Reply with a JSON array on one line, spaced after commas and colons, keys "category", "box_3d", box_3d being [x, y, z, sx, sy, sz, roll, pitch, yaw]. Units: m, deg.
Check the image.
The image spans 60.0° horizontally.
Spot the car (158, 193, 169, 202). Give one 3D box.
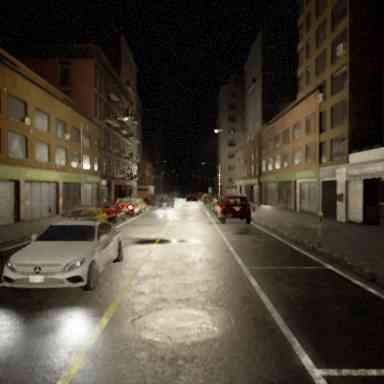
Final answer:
[{"category": "car", "box_3d": [-5.713, 1.060, 67.095, 1.967, 1.590, 4.097, -1, 0, 0]}]

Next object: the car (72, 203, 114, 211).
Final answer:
[{"category": "car", "box_3d": [-5.683, 1.404, 17.454, 1.752, 1.417, 4.829, 0, 0, 0]}]

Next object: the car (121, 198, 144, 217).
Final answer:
[{"category": "car", "box_3d": [-5.690, 1.250, 28.618, 1.967, 1.590, 4.097, -1, 0, 0]}]

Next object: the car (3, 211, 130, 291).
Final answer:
[{"category": "car", "box_3d": [-3.095, 1.461, 8.958, 1.812, 1.442, 4.674, 0, 0, 0]}]

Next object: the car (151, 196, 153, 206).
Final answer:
[{"category": "car", "box_3d": [-5.699, 1.265, 45.109, 1.887, 1.381, 4.507, -1, 0, 0]}]

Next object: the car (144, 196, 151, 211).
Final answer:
[{"category": "car", "box_3d": [-5.693, 1.305, 33.945, 1.752, 1.417, 4.829, -1, 0, 0]}]

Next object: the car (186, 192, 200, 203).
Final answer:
[{"category": "car", "box_3d": [-0.032, 1.122, 60.803, 1.882, 1.535, 5.008, 0, 0, 0]}]

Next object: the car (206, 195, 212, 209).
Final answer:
[{"category": "car", "box_3d": [2.833, 1.327, 34.120, 2.008, 1.369, 4.403, -1, 0, 0]}]

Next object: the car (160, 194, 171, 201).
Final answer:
[{"category": "car", "box_3d": [-5.715, 1.163, 72.592, 1.947, 1.339, 4.313, -1, 0, 0]}]

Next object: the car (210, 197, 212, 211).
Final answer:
[{"category": "car", "box_3d": [2.835, 1.332, 28.794, 1.752, 1.417, 4.829, -1, 0, 0]}]

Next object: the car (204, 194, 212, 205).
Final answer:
[{"category": "car", "box_3d": [2.829, 1.291, 39.617, 1.887, 1.381, 4.507, -1, 0, 0]}]

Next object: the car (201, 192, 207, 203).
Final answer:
[{"category": "car", "box_3d": [2.822, 1.131, 50.610, 1.967, 1.590, 4.097, -1, 0, 0]}]

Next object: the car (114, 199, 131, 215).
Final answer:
[{"category": "car", "box_3d": [-5.685, 1.425, 23.122, 1.802, 1.307, 4.206, -1, 0, 0]}]

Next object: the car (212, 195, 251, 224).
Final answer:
[{"category": "car", "box_3d": [2.838, 1.155, 23.125, 2.192, 1.841, 5.009, -1, 0, 0]}]

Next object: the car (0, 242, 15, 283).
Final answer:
[{"category": "car", "box_3d": [-5.677, 1.392, 6.631, 1.967, 1.590, 4.097, 0, 0, 0]}]

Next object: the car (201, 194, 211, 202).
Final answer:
[{"category": "car", "box_3d": [2.813, 1.142, 67.271, 1.752, 1.417, 4.829, -1, 0, 0]}]

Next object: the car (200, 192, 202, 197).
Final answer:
[{"category": "car", "box_3d": [2.818, 1.105, 56.107, 1.967, 1.590, 4.097, -1, 0, 0]}]

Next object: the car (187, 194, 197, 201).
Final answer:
[{"category": "car", "box_3d": [-0.038, 1.127, 71.152, 2.128, 1.511, 4.902, 0, 0, 0]}]

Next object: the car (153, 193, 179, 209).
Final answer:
[{"category": "car", "box_3d": [-3.071, 1.237, 40.235, 2.128, 1.511, 4.902, 0, 0, 0]}]
